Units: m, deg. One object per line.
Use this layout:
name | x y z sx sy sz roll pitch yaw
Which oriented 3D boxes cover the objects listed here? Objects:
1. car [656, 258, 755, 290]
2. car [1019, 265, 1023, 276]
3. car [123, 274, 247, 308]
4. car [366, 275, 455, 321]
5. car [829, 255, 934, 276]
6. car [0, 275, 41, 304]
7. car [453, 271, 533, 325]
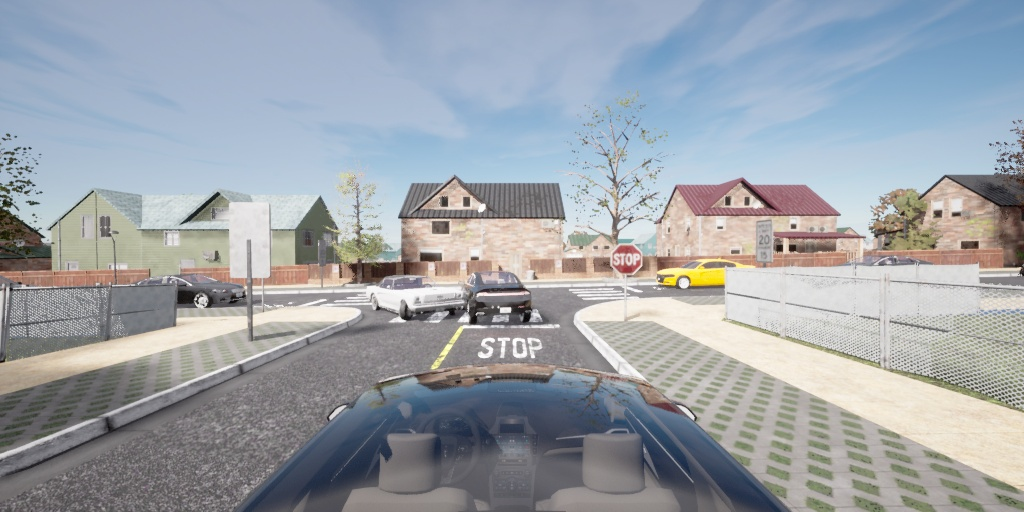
car | 10.391 0.911 19.348 5.008 1.535 1.882 -1 1 -1
car | 30.625 0.521 19.445 4.181 1.385 1.994 -1 1 0
car | -14.892 1.566 16.347 4.902 1.511 2.128 -1 1 0
car | -3.595 1.368 12.844 1.895 1.301 4.718 0 0 -38
car | 19.821 0.703 19.416 4.902 1.511 2.128 -1 1 0
car | -24.230 1.648 16.312 4.553 1.767 2.097 -1 1 0
car | -0.678 1.242 11.983 2.128 1.511 4.902 0 0 -12
